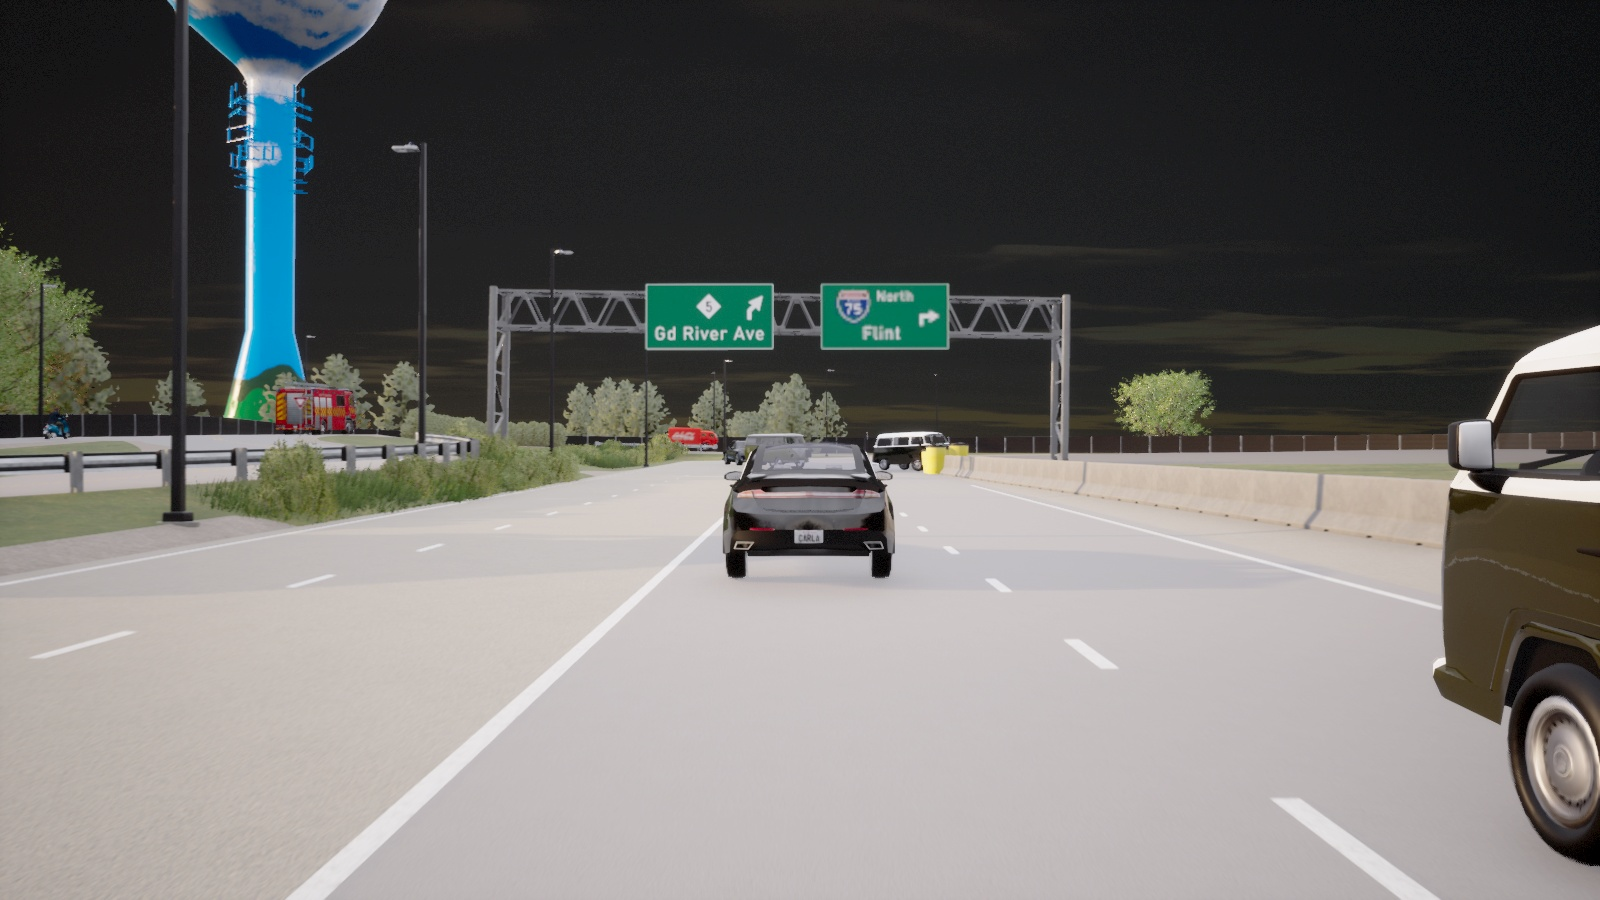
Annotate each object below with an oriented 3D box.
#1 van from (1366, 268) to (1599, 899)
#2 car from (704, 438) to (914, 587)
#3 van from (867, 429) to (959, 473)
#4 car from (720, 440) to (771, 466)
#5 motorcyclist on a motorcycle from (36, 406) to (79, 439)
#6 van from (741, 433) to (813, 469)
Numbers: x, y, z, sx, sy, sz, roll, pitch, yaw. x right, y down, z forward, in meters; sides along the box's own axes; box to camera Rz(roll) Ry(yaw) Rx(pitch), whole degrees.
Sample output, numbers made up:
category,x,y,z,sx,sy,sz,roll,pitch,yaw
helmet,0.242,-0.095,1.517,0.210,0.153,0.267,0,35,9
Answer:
category,x,y,z,sx,sy,sz,roll,pitch,yaw
van,3.535,0.455,3.320,2.069,2.038,4.480,0,0,0
car,0.103,0.618,15.214,2.128,1.511,4.902,0,0,0
van,5.865,0.080,65.456,2.069,2.038,4.480,-3,0,-41
car,-3.580,0.154,81.439,2.033,1.649,4.856,0,0,-18
motorcyclist on a motorcycle,-36.528,-1.355,61.795,0.866,1.590,1.817,0,2,6
van,-1.340,0.051,71.591,1.775,1.987,4.442,0,1,-38
